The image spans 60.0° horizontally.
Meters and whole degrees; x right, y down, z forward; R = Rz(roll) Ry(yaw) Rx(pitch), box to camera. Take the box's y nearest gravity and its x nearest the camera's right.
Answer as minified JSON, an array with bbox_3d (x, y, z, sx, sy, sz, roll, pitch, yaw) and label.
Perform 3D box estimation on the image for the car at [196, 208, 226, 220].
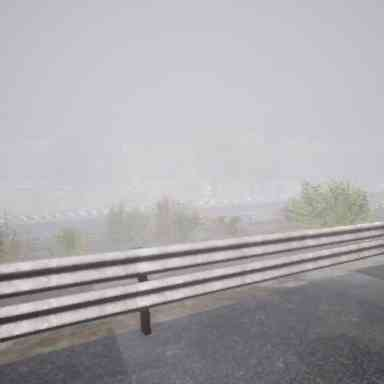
[{"bbox_3d":[3.414,4.020,60.129,5.008,1.535,1.882,-4,3,-21],"label":"car"}]

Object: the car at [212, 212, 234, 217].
[{"bbox_3d":[6.017,4.255,53.634,4.181,1.385,1.994,-4,3,-21],"label":"car"}]

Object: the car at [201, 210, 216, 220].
[{"bbox_3d":[4.698,4.095,56.875,5.008,1.535,1.882,-4,3,-21],"label":"car"}]
